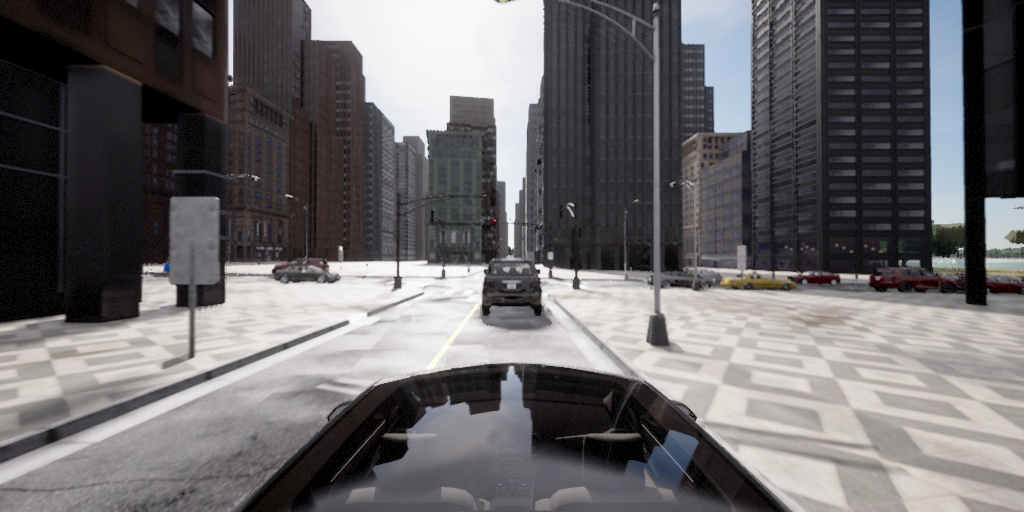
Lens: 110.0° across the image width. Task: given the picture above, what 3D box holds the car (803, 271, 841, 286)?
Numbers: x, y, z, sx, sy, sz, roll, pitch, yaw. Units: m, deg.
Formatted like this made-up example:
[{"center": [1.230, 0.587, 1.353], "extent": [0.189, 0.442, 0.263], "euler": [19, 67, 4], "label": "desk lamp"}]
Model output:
[{"center": [29.061, 2.099, 34.654], "extent": [4.507, 1.381, 1.888], "euler": [0, 0, 0], "label": "car"}]

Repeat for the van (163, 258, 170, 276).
[{"center": [-31.150, 1.010, 34.569], "extent": [3.998, 1.789, 1.690], "euler": [0, 0, 0], "label": "van"}]

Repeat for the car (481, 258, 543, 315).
[{"center": [0.008, 1.103, 14.418], "extent": [2.150, 2.045, 5.566], "euler": [0, 0, 0], "label": "car"}]

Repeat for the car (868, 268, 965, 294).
[{"center": [29.054, 1.788, 26.128], "extent": [5.009, 1.841, 2.192], "euler": [0, 0, 0], "label": "car"}]

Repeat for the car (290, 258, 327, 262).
[{"center": [-20.231, 1.130, 34.567], "extent": [5.009, 1.841, 2.192], "euler": [0, 0, 0], "label": "car"}]

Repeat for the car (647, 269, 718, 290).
[{"center": [12.124, 1.771, 26.132], "extent": [4.313, 1.339, 1.948], "euler": [0, 0, 0], "label": "car"}]

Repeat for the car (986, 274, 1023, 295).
[{"center": [34.697, 2.111, 26.127], "extent": [4.507, 1.381, 1.888], "euler": [0, 0, 0], "label": "car"}]

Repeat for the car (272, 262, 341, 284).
[{"center": [-14.783, 1.361, 26.041], "extent": [4.403, 1.370, 2.007], "euler": [0, 0, 0], "label": "car"}]

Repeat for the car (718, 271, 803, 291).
[{"center": [17.936, 1.818, 26.131], "extent": [4.829, 1.417, 1.751], "euler": [0, 0, 0], "label": "car"}]
